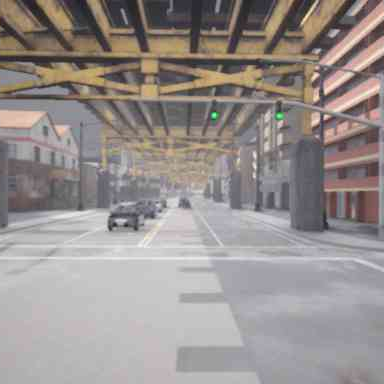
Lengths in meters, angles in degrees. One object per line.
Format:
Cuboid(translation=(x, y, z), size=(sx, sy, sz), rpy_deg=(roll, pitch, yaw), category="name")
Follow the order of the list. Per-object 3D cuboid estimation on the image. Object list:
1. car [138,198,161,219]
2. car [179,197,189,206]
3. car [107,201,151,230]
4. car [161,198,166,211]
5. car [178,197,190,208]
Cuboid(translation=(-4.363, 1.484, 30.675), size=(2.097, 1.767, 4.553), rpy_deg=(0, 0, -2), category="car")
Cuboid(translation=(-1.514, 1.664, 62.073), size=(1.837, 1.490, 4.892), rpy_deg=(0, 0, -1), category="car")
Cuboid(translation=(-4.150, 1.579, 21.514), size=(2.128, 1.511, 4.902), rpy_deg=(0, 0, -1), category="car")
Cuboid(translation=(-4.588, 1.698, 40.557), size=(1.812, 1.442, 4.674), rpy_deg=(0, 0, -1), category="car")
Cuboid(translation=(-1.168, 1.724, 51.802), size=(1.812, 1.442, 4.674), rpy_deg=(0, 0, -1), category="car")
